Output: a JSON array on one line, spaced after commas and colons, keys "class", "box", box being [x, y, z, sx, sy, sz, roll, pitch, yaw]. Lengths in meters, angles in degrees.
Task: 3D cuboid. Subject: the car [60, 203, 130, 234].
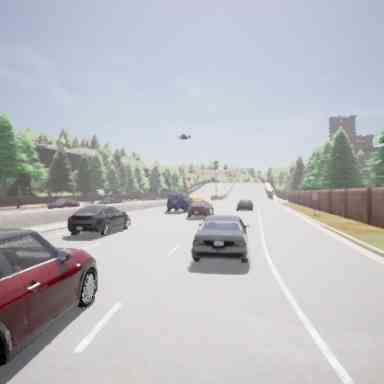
[{"class": "car", "box": [-4.937, 1.480, 18.243, 1.837, 1.490, 4.892, 0, 0, 10]}]

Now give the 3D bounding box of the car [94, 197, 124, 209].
[{"class": "car", "box": [-10.907, 1.451, 44.069, 1.837, 1.490, 4.892, 0, 0, 11]}]

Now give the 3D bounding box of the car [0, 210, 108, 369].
[{"class": "car", "box": [-3.101, 1.336, 5.099, 2.097, 1.767, 4.553, 0, 0, 3]}]

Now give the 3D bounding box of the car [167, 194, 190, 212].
[{"class": "car", "box": [-1.282, 1.210, 37.568, 2.150, 2.045, 5.566, 0, 0, 11]}]

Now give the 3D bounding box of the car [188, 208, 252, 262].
[{"class": "car", "box": [1.137, 1.552, 12.178, 2.033, 1.411, 5.357, 0, 0, 8]}]

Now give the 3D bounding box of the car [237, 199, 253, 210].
[{"class": "car", "box": [6.847, 1.592, 42.803, 1.994, 1.385, 4.181, 0, 0, 11]}]

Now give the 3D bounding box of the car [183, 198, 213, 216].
[{"class": "car", "box": [0.799, 1.527, 29.817, 1.812, 1.442, 4.674, 0, 0, 11]}]
